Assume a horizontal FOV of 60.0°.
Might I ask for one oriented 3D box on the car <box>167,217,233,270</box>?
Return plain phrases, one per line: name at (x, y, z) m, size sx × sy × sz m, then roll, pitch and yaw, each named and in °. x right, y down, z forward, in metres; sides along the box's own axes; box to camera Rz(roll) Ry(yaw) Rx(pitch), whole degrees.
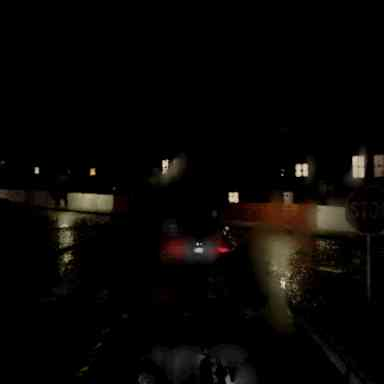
car at (0.262, 1.512, 10.839) m, size 2.033 × 1.411 × 5.357 m, roll 1°, pitch 0°, yaw 2°
